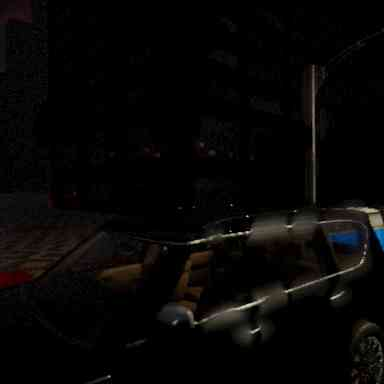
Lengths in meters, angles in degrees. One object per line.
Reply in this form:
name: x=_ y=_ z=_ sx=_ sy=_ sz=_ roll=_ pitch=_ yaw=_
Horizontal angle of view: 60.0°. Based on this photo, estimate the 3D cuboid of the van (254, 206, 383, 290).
van: x=3.792 y=1.340 z=9.367 sx=3.998 sy=1.788 sz=1.690 roll=0 pitch=-1 yaw=-35

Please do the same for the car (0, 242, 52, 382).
car: x=-4.162 y=1.545 z=3.691 sx=4.507 sy=1.381 sz=1.887 roll=0 pitch=-1 yaw=-35

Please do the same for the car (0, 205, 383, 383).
car: x=-0.079 y=1.215 z=3.317 sx=5.566 sy=2.045 sz=2.150 roll=-1 pitch=1 yaw=-36

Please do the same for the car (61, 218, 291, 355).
car: x=-0.185 y=1.440 z=6.529 sx=4.097 sy=1.590 sz=1.967 roll=0 pitch=-1 yaw=-35
